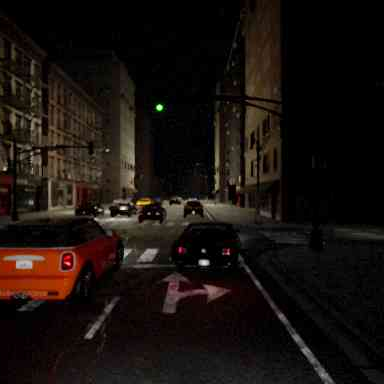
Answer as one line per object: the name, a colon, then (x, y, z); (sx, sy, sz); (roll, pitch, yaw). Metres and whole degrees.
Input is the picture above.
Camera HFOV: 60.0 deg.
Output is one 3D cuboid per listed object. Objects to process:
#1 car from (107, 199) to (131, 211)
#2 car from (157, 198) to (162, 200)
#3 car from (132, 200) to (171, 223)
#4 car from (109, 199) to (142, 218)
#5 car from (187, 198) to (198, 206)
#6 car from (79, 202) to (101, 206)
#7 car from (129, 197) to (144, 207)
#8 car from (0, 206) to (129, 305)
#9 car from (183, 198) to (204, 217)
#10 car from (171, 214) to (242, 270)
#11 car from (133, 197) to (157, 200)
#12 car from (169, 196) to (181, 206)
car: (-9.777, 1.724, 45.023); (2.033, 1.411, 5.357); (0, 0, 0)
car: (-6.434, 1.784, 61.547); (2.033, 1.411, 5.357); (0, 0, 1)
car: (-3.112, 1.655, 26.754); (2.033, 1.411, 5.357); (0, 0, 0)
car: (-6.549, 1.677, 32.511); (2.033, 1.411, 5.357); (0, 0, 0)
car: (0.091, 1.842, 62.582); (1.895, 1.301, 4.718); (0, 0, 0)
car: (-9.803, 1.692, 32.117); (1.994, 1.385, 4.181); (0, 0, 0)
car: (-9.721, 1.730, 58.672); (1.837, 1.490, 4.892); (0, 0, 1)
car: (-3.139, 1.387, 8.358); (2.097, 1.767, 4.553); (0, 0, 0)
car: (0.147, 1.637, 33.102); (1.837, 1.490, 4.892); (0, 0, 0)
car: (0.664, 1.652, 11.282); (1.895, 1.301, 4.718); (0, 0, 8)
car: (-6.517, 1.658, 46.217); (1.882, 1.535, 5.008); (0, 0, 0)
car: (-3.162, 1.591, 62.256); (2.097, 1.767, 4.553); (0, 0, 0)
